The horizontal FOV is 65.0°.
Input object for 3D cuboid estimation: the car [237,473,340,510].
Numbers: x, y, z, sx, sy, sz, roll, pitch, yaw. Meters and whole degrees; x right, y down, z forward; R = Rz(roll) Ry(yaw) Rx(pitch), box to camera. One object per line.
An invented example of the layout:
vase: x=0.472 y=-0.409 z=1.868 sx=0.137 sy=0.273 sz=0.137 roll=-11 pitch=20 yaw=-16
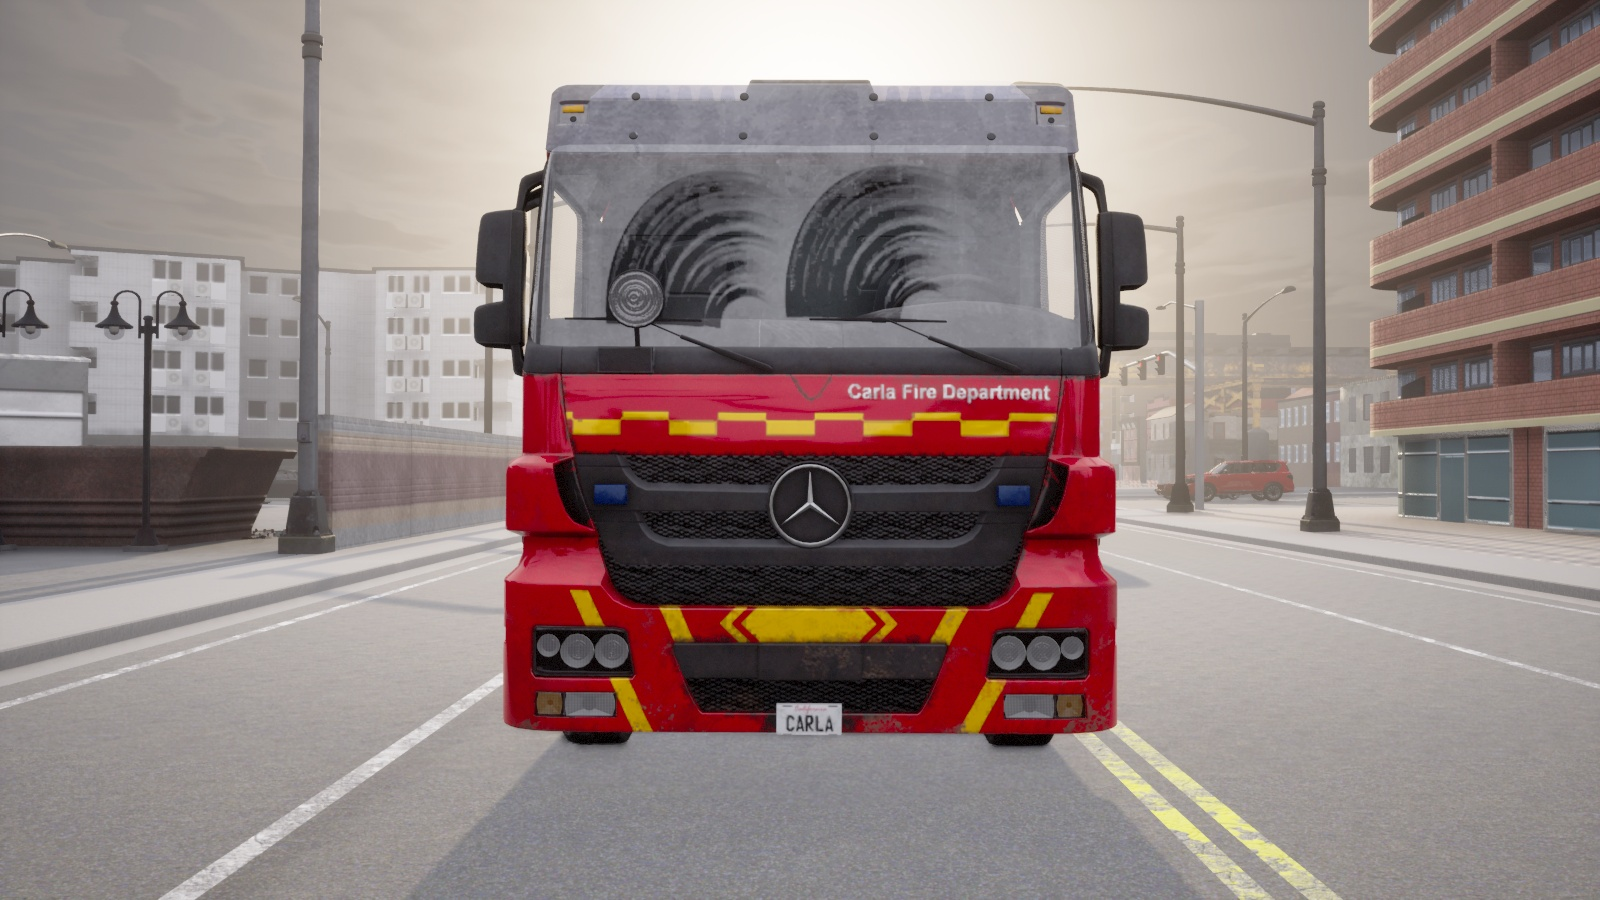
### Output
car: x=-21.921 y=1.784 z=53.927 sx=3.705 sy=1.549 sz=1.789 roll=0 pitch=-1 yaw=-2

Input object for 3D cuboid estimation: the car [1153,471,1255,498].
car: x=21.271 y=1.809 z=66.245 sx=4.718 sy=1.301 sz=1.895 roll=-1 pitch=-1 yaw=1

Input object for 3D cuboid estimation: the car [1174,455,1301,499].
car: x=21.796 y=1.356 z=62.725 sx=5.566 sy=2.045 sz=2.150 roll=-1 pitch=-1 yaw=2

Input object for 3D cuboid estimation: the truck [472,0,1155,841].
truck: x=0.070 y=-0.190 z=9.583 sx=2.891 sy=3.827 sz=8.468 roll=0 pitch=-1 yaw=0
